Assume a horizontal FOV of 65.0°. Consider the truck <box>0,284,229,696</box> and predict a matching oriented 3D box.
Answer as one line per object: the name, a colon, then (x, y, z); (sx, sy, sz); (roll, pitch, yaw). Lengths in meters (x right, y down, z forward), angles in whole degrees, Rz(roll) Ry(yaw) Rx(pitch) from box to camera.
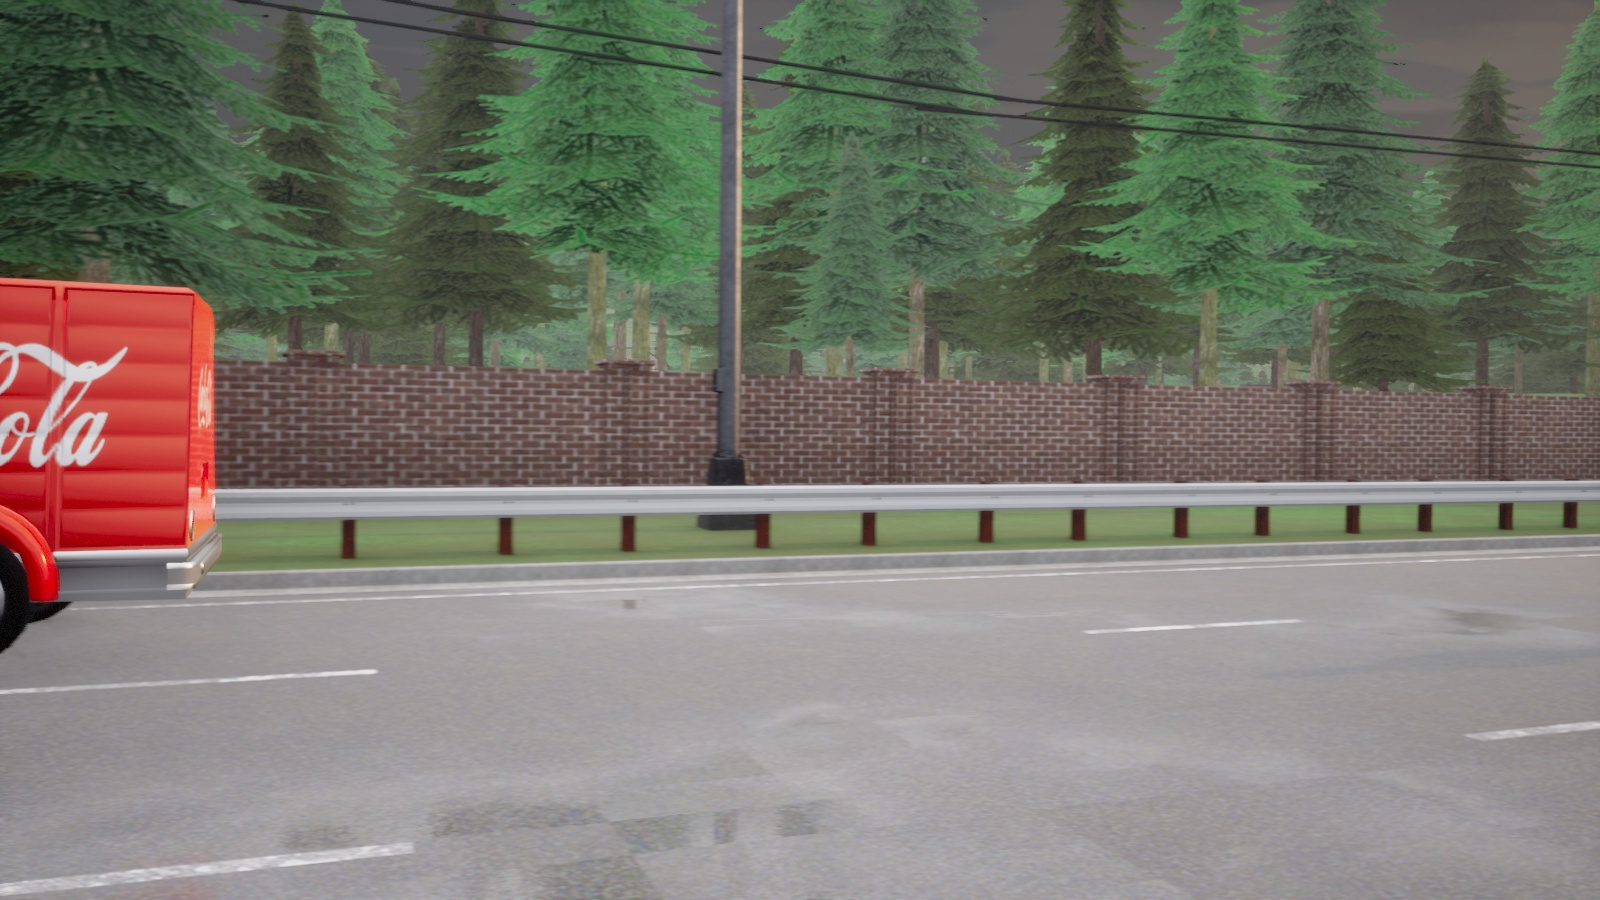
truck: (-6.687, 0.250, 8.182); (5.204, 2.467, 2.627); (-1, 1, -21)
